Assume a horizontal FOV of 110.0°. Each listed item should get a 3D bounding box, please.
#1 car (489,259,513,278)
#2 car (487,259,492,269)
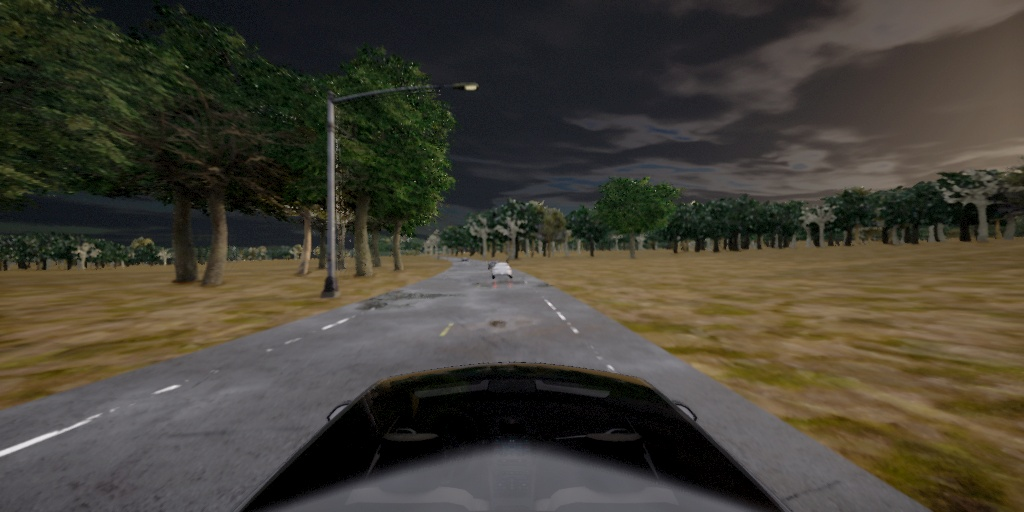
[{"bbox_3d":[-1.001,1.337,34.499,1.812,1.442,4.674,0,0,-4],"label":"car"},{"bbox_3d":[-2.620,1.244,53.299,2.128,1.511,4.902,0,0,-6],"label":"car"}]
